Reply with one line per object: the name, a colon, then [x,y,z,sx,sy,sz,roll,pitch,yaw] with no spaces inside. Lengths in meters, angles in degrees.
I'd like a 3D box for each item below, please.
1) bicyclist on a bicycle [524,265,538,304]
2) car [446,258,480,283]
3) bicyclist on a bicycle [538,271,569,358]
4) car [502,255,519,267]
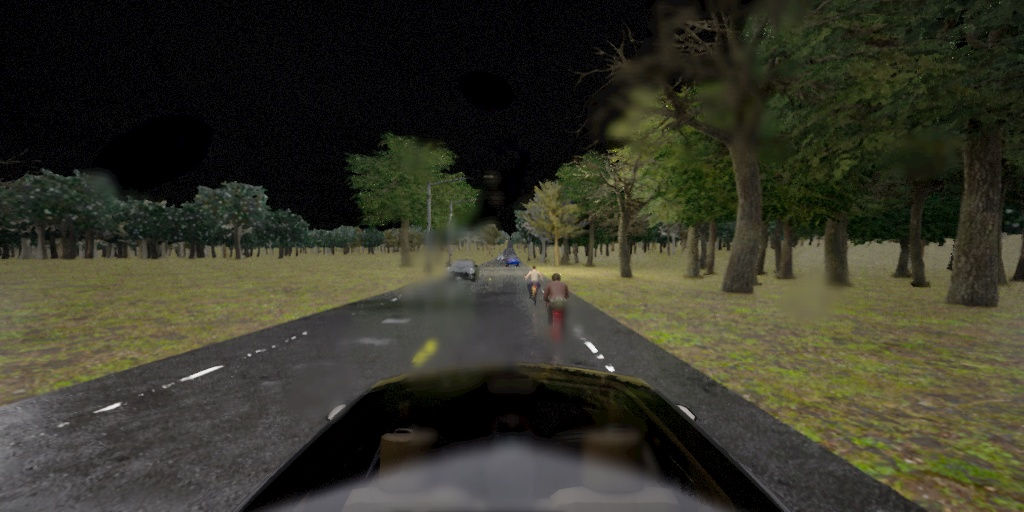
bicyclist on a bicycle: [0.922,1.164,14.961,0.866,1.612,1.509,0,-1,0]
car: [-3.668,1.058,27.519,2.097,1.767,4.553,0,0,0]
bicyclist on a bicycle: [0.949,1.192,7.530,0.582,1.620,1.656,0,0,0]
car: [-0.009,0.887,65.327,2.150,2.045,5.566,0,-1,-5]
